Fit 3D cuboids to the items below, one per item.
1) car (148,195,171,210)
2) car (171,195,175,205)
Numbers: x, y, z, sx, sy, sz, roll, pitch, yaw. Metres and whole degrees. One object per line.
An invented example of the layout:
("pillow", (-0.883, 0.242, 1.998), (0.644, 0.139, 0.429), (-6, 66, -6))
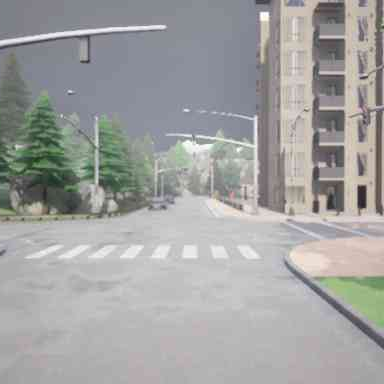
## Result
("car", (-3.753, 1.271, 37.685), (1.812, 1.442, 4.674), (0, 0, 0))
("car", (-3.609, 1.185, 51.920), (2.033, 1.411, 5.357), (0, 0, 1))
